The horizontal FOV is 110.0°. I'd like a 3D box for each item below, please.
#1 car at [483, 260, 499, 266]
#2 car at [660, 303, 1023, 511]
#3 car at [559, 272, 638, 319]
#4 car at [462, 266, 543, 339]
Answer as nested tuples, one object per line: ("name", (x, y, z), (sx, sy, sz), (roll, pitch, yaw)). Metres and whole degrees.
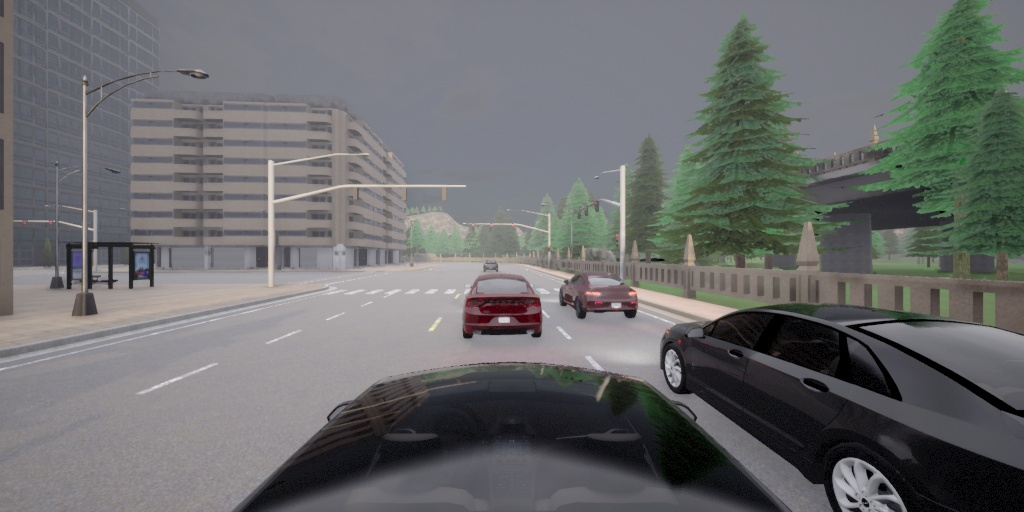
("car", (-2.698, 1.242, 45.698), (2.128, 1.511, 4.902), (0, 0, -4))
("car", (3.257, 1.255, 3.775), (1.837, 1.490, 4.892), (0, 0, 0))
("car", (2.922, 1.276, 12.765), (1.812, 1.442, 4.674), (0, 0, -3))
("car", (-0.341, 1.228, 10.190), (1.882, 1.535, 5.008), (0, 0, -4))
